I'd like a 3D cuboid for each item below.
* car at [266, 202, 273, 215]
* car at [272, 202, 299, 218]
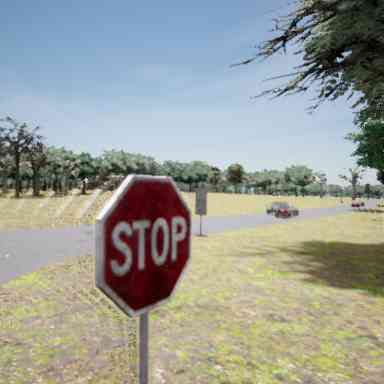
[{"bbox_3d":[13.774,2.577,53.221,2.150,2.045,5.566,1,-1,34],"label":"car"},{"bbox_3d":[13.360,2.607,46.390,2.097,1.767,4.553,1,-1,34],"label":"car"}]
